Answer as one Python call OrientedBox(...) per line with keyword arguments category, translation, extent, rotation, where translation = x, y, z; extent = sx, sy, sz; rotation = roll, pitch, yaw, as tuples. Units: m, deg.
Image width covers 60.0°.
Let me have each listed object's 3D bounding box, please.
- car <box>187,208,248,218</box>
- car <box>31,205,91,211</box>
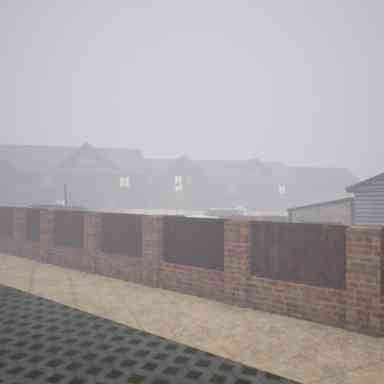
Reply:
OrientedBox(category="car", translation=(2.097, 2.303, 27.205), extent=(5.566, 2.045, 2.150), rotation=(2, -2, -22))
OrientedBox(category="car", translation=(-7.117, 1.821, 20.235), extent=(5.566, 2.045, 2.150), rotation=(2, -2, -23))
